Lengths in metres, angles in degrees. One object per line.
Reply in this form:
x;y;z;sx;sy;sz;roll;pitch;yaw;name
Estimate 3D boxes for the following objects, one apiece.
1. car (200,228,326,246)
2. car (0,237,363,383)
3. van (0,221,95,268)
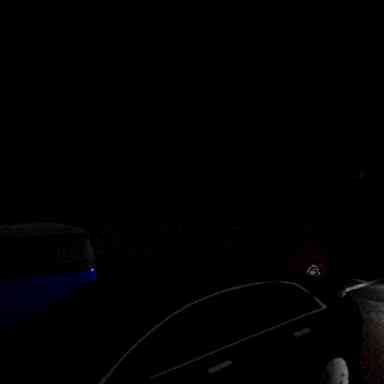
1.232;1.544;7.543;4.507;1.381;1.887;0;0;-35;car
-0.251;1.506;3.199;4.892;1.490;1.837;0;0;-36;car
-3.269;1.342;4.338;3.998;1.788;1.690;0;0;-35;van
